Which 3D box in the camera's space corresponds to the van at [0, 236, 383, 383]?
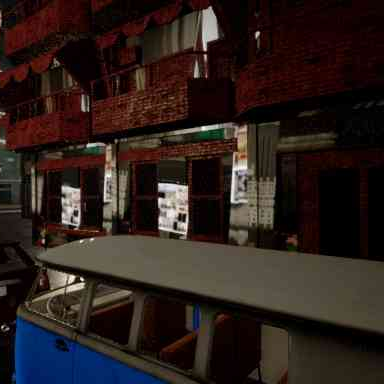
[{"bbox_3d":[0.200,1.341,2.592,3.998,1.788,1.690,0,-1,36],"label":"van"}]
